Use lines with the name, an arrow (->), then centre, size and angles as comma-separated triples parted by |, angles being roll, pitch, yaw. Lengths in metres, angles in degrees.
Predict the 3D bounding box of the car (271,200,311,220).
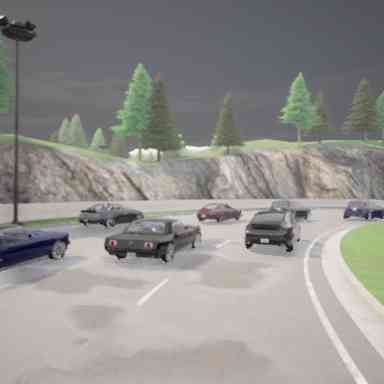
car -> 8.084, 1.459, 27.491 | 2.097, 1.767, 4.553 | 1, 0, 41

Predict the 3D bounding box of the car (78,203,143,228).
car -> -4.980, 1.461, 21.184 | 2.128, 1.511, 4.902 | 0, 0, 26

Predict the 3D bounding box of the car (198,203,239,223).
car -> 2.157, 1.572, 25.740 | 1.812, 1.442, 4.674 | 0, 0, 35

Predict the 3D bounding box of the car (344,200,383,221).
car -> 15.491, 1.536, 29.715 | 4.553, 1.767, 2.097 | 1, 0, -40

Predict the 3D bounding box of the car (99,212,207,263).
car -> -1.123, 1.601, 12.082 | 1.895, 1.301, 4.718 | 1, 0, 18

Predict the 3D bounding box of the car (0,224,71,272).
car -> -5.498, 1.554, 9.428 | 1.895, 1.301, 4.718 | 1, 0, 13

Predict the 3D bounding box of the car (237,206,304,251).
car -> 3.606, 1.555, 14.455 | 1.837, 1.490, 4.892 | 0, 0, 23
